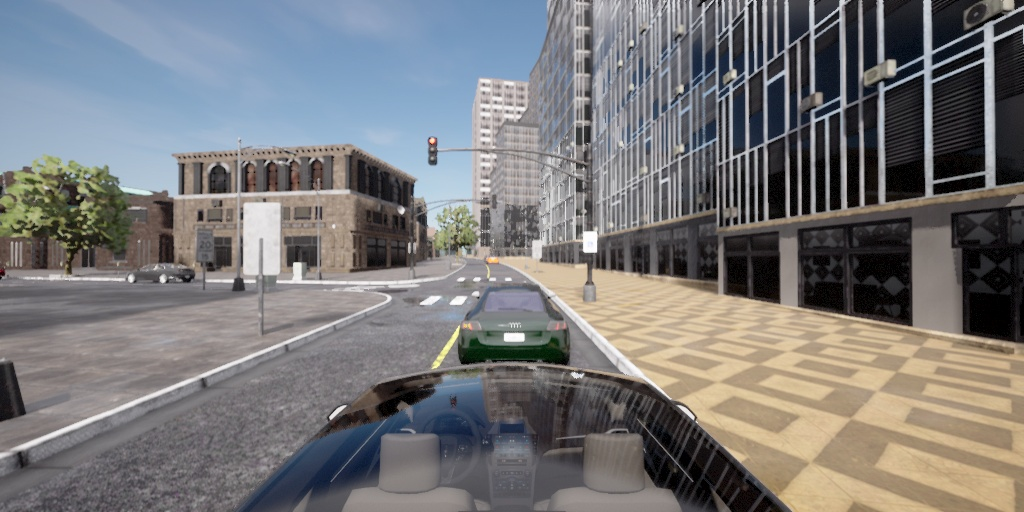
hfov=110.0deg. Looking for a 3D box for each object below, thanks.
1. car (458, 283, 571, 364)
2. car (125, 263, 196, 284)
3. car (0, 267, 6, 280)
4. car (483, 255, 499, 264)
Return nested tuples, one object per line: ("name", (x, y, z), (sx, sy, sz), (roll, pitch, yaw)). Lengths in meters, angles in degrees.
("car", (0.039, 1.262, 7.796), (1.994, 1.385, 4.181), (0, 0, 0))
("car", (-24.214, 1.176, 24.714), (4.403, 1.370, 2.007), (0, 0, 9))
("car", (-41.453, 1.153, 27.469), (4.507, 1.381, 1.888), (0, 0, 9))
("car", (-3.560, 0.544, 64.689), (2.097, 1.767, 4.553), (0, 1, -7))
